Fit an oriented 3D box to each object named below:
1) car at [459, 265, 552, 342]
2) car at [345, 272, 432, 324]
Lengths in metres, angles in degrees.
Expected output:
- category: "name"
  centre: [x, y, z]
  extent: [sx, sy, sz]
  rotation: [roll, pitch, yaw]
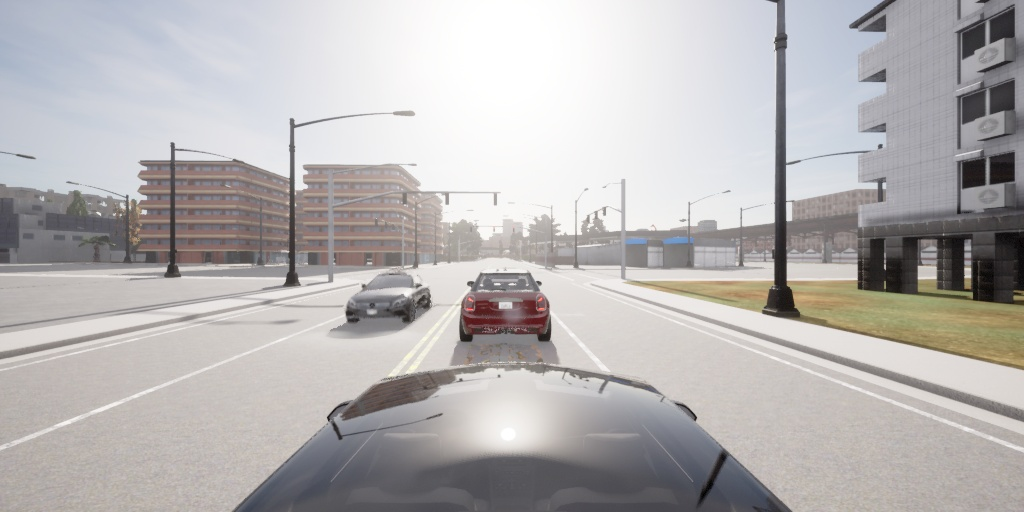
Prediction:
- category: "car"
  centre: [-0.203, 1.102, 9.981]
  extent: [2.097, 1.767, 4.553]
  rotation: [0, 0, -2]
- category: "car"
  centre: [-3.930, 1.275, 12.175]
  extent: [1.812, 1.442, 4.674]
  rotation: [0, 0, -2]
